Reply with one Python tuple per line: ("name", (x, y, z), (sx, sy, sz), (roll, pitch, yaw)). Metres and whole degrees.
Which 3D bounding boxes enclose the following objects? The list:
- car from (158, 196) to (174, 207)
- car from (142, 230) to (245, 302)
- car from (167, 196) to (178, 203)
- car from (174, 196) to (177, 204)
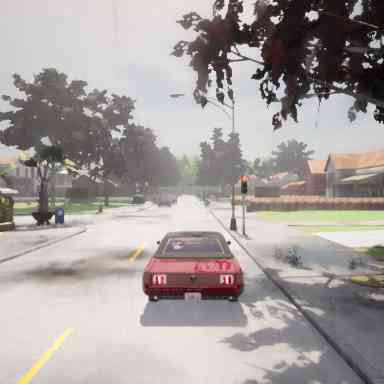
("car", (-4.150, 1.617, 50.847), (1.895, 1.301, 4.718), (0, 0, 0))
("car", (0.043, 1.604, 8.221), (1.895, 1.301, 4.718), (0, 0, 1))
("car", (-4.075, 1.563, 71.200), (2.033, 1.411, 5.357), (0, 0, 0))
("car", (-4.130, 1.584, 60.839), (1.994, 1.385, 4.181), (0, 0, 0))
